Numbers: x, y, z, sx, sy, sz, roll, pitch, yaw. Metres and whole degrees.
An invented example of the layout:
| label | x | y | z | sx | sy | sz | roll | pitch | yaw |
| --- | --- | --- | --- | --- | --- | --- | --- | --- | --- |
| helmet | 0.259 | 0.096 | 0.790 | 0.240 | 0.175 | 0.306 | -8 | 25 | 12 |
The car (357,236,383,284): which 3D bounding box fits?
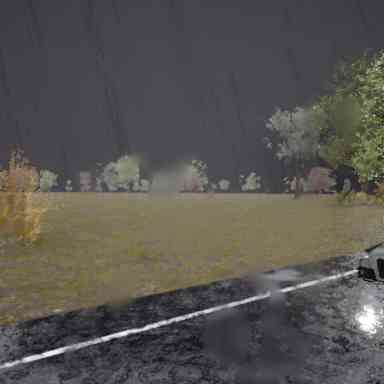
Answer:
| label | x | y | z | sx | sy | sz | roll | pitch | yaw |
| --- | --- | --- | --- | --- | --- | --- | --- | --- | --- |
| car | 5.951 | 1.528 | 8.235 | 4.181 | 1.385 | 1.994 | 0 | 0 | -35 |
